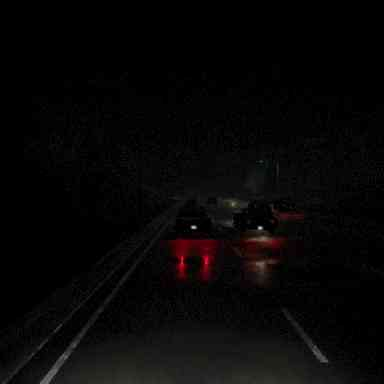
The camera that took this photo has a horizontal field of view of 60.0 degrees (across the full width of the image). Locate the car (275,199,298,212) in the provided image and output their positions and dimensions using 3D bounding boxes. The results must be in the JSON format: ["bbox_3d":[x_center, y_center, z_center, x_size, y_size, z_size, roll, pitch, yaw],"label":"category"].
[{"bbox_3d":[10.522,1.514,37.616,1.812,1.442,4.674,0,0,0],"label":"car"}]

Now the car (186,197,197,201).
[{"bbox_3d":[-0.007,1.586,54.757,2.033,1.411,5.357,0,0,0],"label":"car"}]

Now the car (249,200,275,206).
[{"bbox_3d":[7.029,1.525,35.014,1.812,1.442,4.674,0,0,0],"label":"car"}]

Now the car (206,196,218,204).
[{"bbox_3d":[3.476,1.532,58.683,1.837,1.490,4.892,0,-1,0],"label":"car"}]

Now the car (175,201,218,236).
[{"bbox_3d":[0.074,1.504,18.565,2.128,1.511,4.902,0,0,0],"label":"car"}]

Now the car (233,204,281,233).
[{"bbox_3d":[3.594,1.602,19.796,1.895,1.301,4.718,0,0,0],"label":"car"}]
